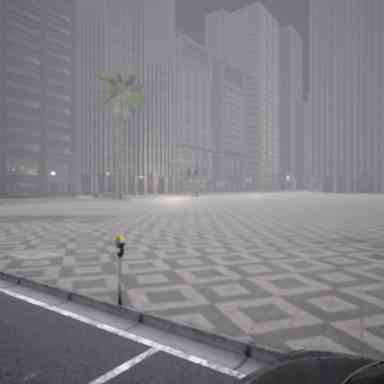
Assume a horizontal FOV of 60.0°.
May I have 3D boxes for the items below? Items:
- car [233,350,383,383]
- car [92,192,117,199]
[{"bbox_3d":[2.027,1.568,1.520,4.313,1.339,1.947,0,0,35],"label":"car"},{"bbox_3d":[-17.810,0.616,68.335,2.033,1.411,5.357,0,1,36],"label":"car"}]
